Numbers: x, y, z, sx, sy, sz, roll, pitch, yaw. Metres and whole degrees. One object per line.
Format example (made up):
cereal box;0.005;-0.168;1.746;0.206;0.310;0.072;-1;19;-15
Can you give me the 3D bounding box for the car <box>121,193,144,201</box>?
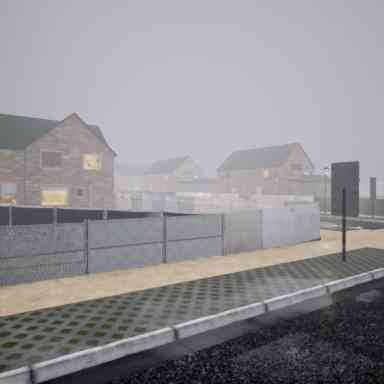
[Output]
car;-8.852;0.839;49.776;1.895;1.301;4.718;0;1;-37
